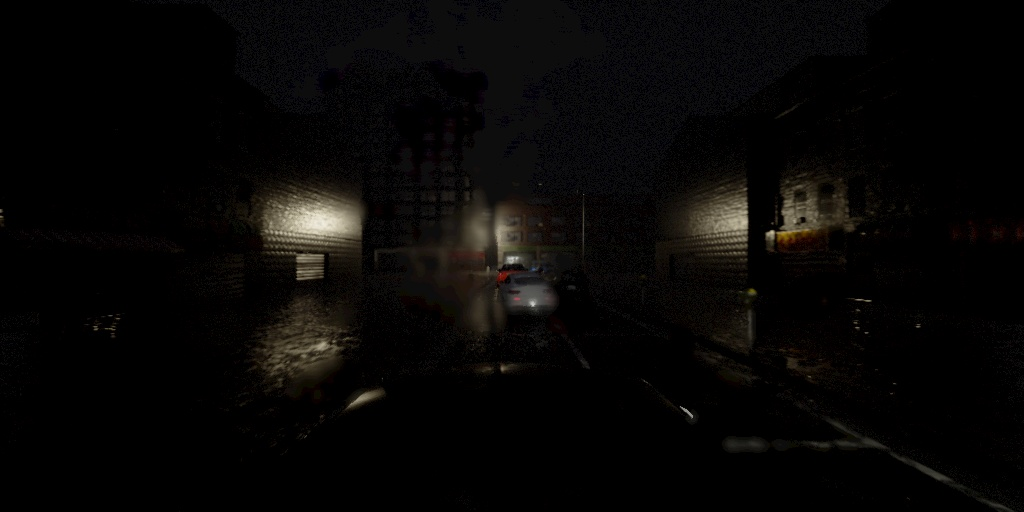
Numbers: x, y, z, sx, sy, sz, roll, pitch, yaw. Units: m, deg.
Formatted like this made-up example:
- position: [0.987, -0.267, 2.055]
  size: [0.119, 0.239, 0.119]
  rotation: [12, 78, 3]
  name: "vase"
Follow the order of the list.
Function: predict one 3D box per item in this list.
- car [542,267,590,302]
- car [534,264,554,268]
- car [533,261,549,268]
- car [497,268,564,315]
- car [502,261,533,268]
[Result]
- position: [2.636, 1.423, 17.599]
  size: [1.948, 1.339, 4.313]
  rotation: [0, 0, 0]
  name: "car"
- position: [2.635, 1.425, 23.243]
  size: [1.751, 1.417, 4.829]
  rotation: [0, 0, 0]
  name: "car"
- position: [2.635, 1.383, 28.547]
  size: [1.967, 1.591, 4.097]
  rotation: [0, 0, 0]
  name: "car"
- position: [0.498, 1.356, 13.978]
  size: [1.812, 1.442, 4.674]
  rotation: [0, -1, -5]
  name: "car"
- position: [0.074, 1.262, 24.359]
  size: [2.097, 1.767, 4.553]
  rotation: [0, 0, 0]
  name: "car"
